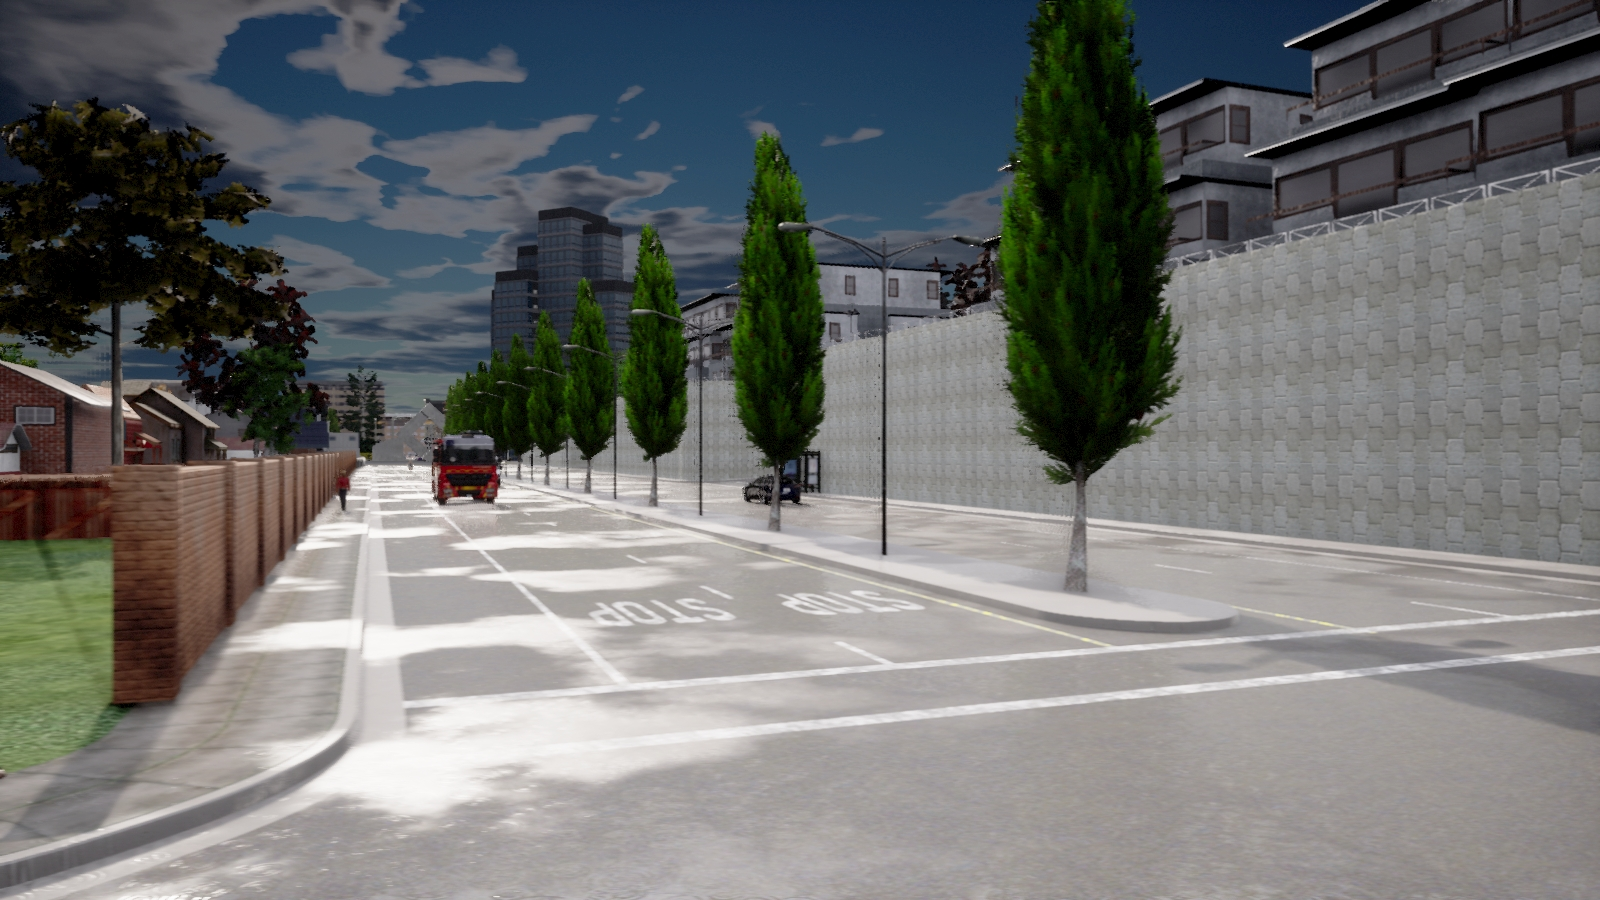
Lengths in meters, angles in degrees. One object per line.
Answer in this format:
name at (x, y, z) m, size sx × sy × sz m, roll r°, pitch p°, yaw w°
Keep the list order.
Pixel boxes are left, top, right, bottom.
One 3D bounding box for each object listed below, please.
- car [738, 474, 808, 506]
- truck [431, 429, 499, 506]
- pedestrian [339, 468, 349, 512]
car at (-1.470, 2.059, 59.716) m, size 2.163 × 1.488 × 4.792 m, roll 0°, pitch 0°, yaw -21°
truck at (-18.104, 0.889, 61.331) m, size 2.891 × 3.827 × 8.468 m, roll 0°, pitch 0°, yaw -21°
pedestrian at (-19.536, 1.696, 48.939) m, size 0.375 × 1.860 × 0.375 m, roll 0°, pitch 0°, yaw -21°
